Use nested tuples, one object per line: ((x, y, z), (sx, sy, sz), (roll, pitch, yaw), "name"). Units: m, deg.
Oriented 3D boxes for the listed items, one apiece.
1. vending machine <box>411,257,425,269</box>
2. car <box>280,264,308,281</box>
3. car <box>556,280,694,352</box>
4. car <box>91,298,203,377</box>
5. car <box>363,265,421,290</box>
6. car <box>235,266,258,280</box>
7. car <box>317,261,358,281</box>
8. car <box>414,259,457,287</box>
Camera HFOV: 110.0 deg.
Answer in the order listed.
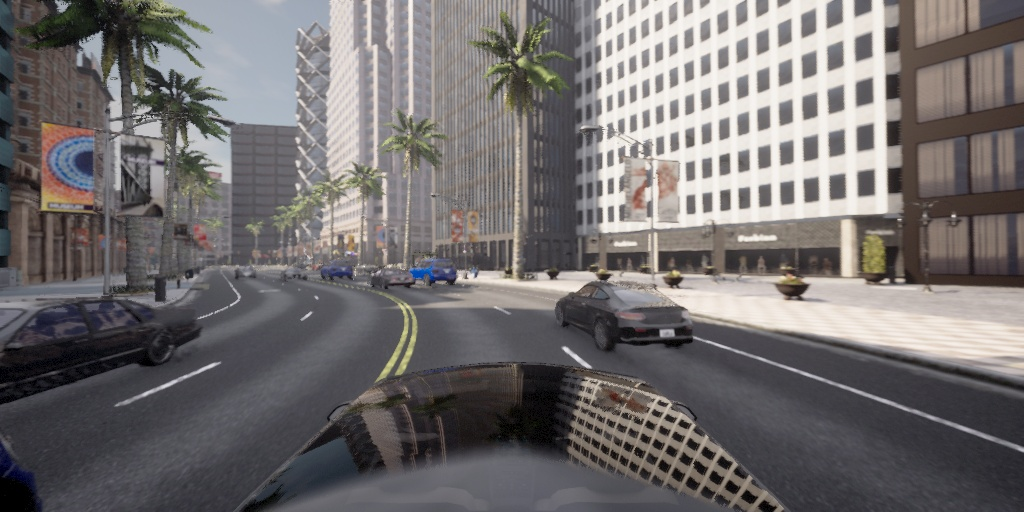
((-12.287, 1.520, 47.287), (1.100, 2.100, 0.880), (0, 0, -40), "vending machine")
((-22.498, 1.856, 36.917), (1.994, 1.385, 4.181), (0, -1, -40), "car")
((2.553, 1.335, 9.111), (1.812, 1.442, 4.674), (0, -1, -10), "car")
((-7.422, 1.393, 5.454), (2.033, 1.411, 5.357), (0, -1, -8), "car")
((-8.807, 1.620, 25.889), (2.033, 1.411, 5.357), (0, -1, -37), "car")
((-30.677, 1.891, 41.287), (2.128, 1.511, 4.902), (0, -1, -40), "car")
((-18.584, 1.498, 37.979), (2.150, 2.045, 5.566), (0, 0, -40), "car")
((-6.378, 1.302, 28.416), (2.150, 2.045, 5.566), (0, -1, -37), "car")
